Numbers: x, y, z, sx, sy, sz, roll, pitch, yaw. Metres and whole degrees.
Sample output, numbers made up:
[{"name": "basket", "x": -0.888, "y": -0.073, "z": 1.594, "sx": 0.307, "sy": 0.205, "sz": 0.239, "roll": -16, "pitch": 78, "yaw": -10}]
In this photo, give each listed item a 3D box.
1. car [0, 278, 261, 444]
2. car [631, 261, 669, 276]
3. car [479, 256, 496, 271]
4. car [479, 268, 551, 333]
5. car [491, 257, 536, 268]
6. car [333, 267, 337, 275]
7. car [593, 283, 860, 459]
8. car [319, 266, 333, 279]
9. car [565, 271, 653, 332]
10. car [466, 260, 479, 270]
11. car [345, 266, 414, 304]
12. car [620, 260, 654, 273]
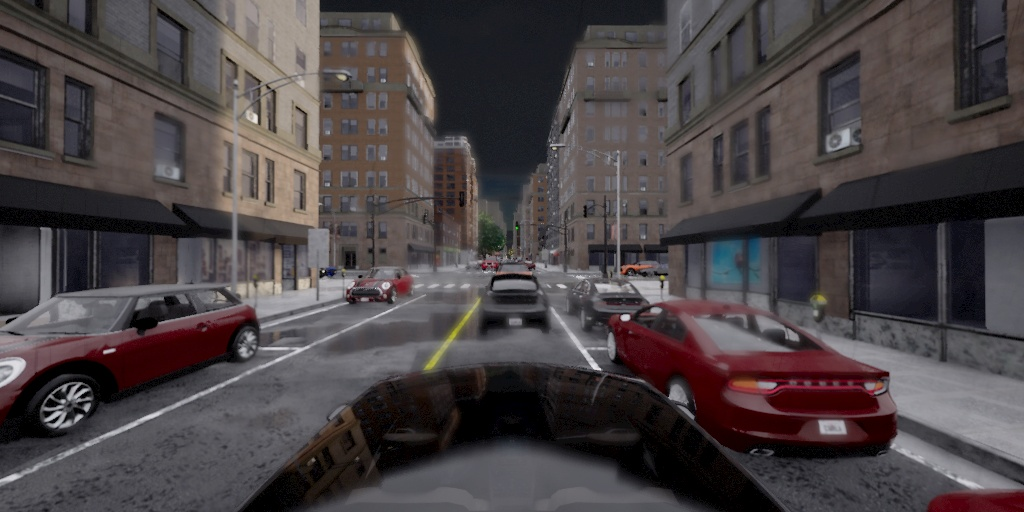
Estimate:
[{"name": "car", "x": -5.852, "y": 1.194, "z": 5.225, "sx": 1.967, "sy": 1.591, "sz": 4.097, "roll": 0, "pitch": 0, "yaw": 0}, {"name": "car", "x": 15.192, "y": 1.433, "z": 35.825, "sx": 5.357, "sy": 1.411, "sz": 2.033, "roll": 0, "pitch": -1, "yaw": 0}, {"name": "car", "x": -3.129, "y": 1.069, "z": 52.472, "sx": 2.150, "sy": 2.045, "sz": 5.566, "roll": 0, "pitch": 0, "yaw": 0}, {"name": "car", "x": 0.053, "y": 1.269, "z": 10.728, "sx": 1.837, "sy": 1.490, "sz": 4.892, "roll": 0, "pitch": 0, "yaw": -1}, {"name": "car", "x": 0.035, "y": 1.129, "z": 20.539, "sx": 2.097, "sy": 1.767, "sz": 4.553, "roll": 0, "pitch": 0, "yaw": -2}, {"name": "car", "x": -18.408, "y": 1.183, "z": 32.237, "sx": 5.008, "sy": 1.535, "sz": 1.882, "roll": 0, "pitch": -1, "yaw": 0}, {"name": "car", "x": 2.675, "y": 1.300, "z": 5.219, "sx": 1.888, "sy": 1.381, "sz": 4.507, "roll": 0, "pitch": 0, "yaw": 0}, {"name": "car", "x": -18.019, "y": 0.898, "z": 28.983, "sx": 5.566, "sy": 2.045, "sz": 2.150, "roll": 0, "pitch": -1, "yaw": 0}, {"name": "car", "x": 2.683, "y": 1.313, "z": 10.710, "sx": 2.007, "sy": 1.370, "sz": 4.403, "roll": 0, "pitch": 0, "yaw": 0}, {"name": "car", "x": -5.905, "y": 1.403, "z": 54.572, "sx": 2.007, "sy": 1.370, "sz": 4.403, "roll": 0, "pitch": 0, "yaw": 0}, {"name": "car", "x": -5.834, "y": 1.211, "z": 16.212, "sx": 1.967, "sy": 1.591, "sz": 4.097, "roll": 0, "pitch": 0, "yaw": 0}, {"name": "car", "x": 14.026, "y": 1.263, "z": 39.087, "sx": 4.553, "sy": 1.767, "sz": 2.097, "roll": 0, "pitch": -1, "yaw": 0}]
